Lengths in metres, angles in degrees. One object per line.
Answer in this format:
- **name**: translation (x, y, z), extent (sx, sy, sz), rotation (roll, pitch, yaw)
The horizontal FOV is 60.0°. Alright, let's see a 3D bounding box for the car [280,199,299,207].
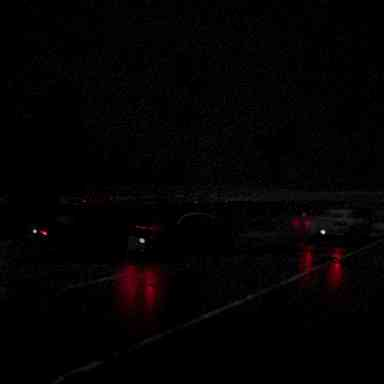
- **car**: translation (19.779, 2.202, 67.177), extent (1.812, 1.442, 4.674), rotation (0, -1, 42)

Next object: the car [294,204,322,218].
- **car**: translation (11.559, 1.770, 31.592), extent (1.895, 1.301, 4.718), rotation (0, -1, 42)

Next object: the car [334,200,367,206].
- **car**: translation (14.753, 1.677, 29.911), extent (1.882, 1.535, 5.008), rotation (0, 0, 42)

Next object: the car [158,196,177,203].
- **car**: translation (-4.454, 1.386, 60.492), extent (1.994, 1.385, 4.181), rotation (1, 1, 26)

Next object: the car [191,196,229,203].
- **car**: translation (2.521, 1.604, 42.757), extent (1.882, 1.535, 5.008), rotation (0, -1, 42)

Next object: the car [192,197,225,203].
- **car**: translation (2.558, 1.618, 37.565), extent (1.812, 1.442, 4.674), rotation (0, -1, 42)

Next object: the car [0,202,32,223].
- **car**: translation (-14.183, 1.449, 24.114), extent (1.994, 1.385, 4.181), rotation (0, 0, 42)

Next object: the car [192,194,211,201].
- **car**: translation (2.179, 1.171, 73.652), extent (2.128, 1.511, 4.902), rotation (1, 1, 27)

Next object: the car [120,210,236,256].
- **car**: translation (-0.100, 1.477, 13.310), extent (2.128, 1.511, 4.902), rotation (0, 0, 42)

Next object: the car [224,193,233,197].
- **car**: translation (9.358, 0.888, 86.928), extent (1.812, 1.442, 4.674), rotation (1, 2, 29)

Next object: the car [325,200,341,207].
- **car**: translation (32.231, 2.579, 75.845), extent (1.882, 1.535, 5.008), rotation (0, -1, 42)

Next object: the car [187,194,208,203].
- **car**: translation (1.172, 1.486, 46.477), extent (2.097, 1.767, 4.553), rotation (0, -1, 42)

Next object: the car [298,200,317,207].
- **car**: translation (22.592, 2.260, 65.071), extent (1.994, 1.385, 4.181), rotation (0, -1, 42)

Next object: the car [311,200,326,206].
- **car**: translation (29.900, 2.595, 78.489), extent (1.837, 1.490, 4.892), rotation (0, -1, 42)

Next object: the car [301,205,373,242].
- **car**: translation (7.442, 1.579, 16.641), extent (1.812, 1.442, 4.674), rotation (0, 0, 42)

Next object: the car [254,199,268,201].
- **car**: translation (12.229, 1.905, 58.755), extent (1.882, 1.535, 5.008), rotation (0, -1, 42)

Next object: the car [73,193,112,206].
- **car**: translation (-12.844, 1.123, 43.348), extent (2.150, 2.045, 5.566), rotation (1, 1, 27)

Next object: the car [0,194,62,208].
- **car**: translation (-11.441, 1.126, 21.929), extent (2.150, 2.045, 5.566), rotation (0, 0, 42)

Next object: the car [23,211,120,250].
- **car**: translation (-4.099, 1.504, 14.094), extent (2.033, 1.411, 5.357), rotation (0, 0, 42)

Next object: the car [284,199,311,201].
- **car**: translation (17.406, 1.940, 54.062), extent (1.882, 1.535, 5.008), rotation (0, -1, 42)
